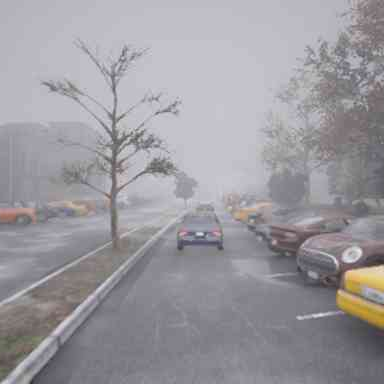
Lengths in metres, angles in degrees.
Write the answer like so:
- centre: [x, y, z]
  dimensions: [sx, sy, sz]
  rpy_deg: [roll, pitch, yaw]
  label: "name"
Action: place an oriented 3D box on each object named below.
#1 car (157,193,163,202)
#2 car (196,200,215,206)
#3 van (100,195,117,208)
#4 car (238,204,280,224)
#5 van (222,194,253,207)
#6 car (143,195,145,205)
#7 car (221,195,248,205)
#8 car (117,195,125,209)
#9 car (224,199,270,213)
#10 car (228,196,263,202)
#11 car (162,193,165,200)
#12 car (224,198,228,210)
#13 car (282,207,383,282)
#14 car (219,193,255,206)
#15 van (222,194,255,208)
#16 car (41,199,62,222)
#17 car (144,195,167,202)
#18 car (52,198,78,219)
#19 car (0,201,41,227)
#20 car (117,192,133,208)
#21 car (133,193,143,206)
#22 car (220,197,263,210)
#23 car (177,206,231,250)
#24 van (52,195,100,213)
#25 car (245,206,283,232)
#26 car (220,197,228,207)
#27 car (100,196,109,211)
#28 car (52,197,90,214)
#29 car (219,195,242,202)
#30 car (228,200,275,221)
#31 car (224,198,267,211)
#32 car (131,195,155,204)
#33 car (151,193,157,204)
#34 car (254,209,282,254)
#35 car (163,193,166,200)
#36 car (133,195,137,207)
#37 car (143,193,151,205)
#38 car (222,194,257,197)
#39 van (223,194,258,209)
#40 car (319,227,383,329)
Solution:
- centre: [-9.552, 1.591, 73.107]
  dimensions: [5.008, 1.535, 2.097]
  rpy_deg: [-1, 0, -16]
  label: "car"
- centre: [1.462, 1.578, 36.124]
  dimensions: [1.812, 1.442, 4.674]
  rpy_deg: [0, 0, 4]
  label: "car"
- centre: [-11.682, 1.314, 40.142]
  dimensions: [4.442, 1.987, 1.878]
  rpy_deg: [-1, 0, -16]
  label: "van"
- centre: [5.217, 1.538, 17.392]
  dimensions: [4.792, 1.488, 2.163]
  rpy_deg: [1, 0, -18]
  label: "car"
- centre: [7.189, 1.326, 52.938]
  dimensions: [4.442, 1.987, 1.878]
  rpy_deg: [1, 0, -16]
  label: "van"
- centre: [-10.757, 1.593, 55.110]
  dimensions: [4.792, 1.488, 2.163]
  rpy_deg: [-1, 0, -16]
  label: "car"
- centre: [7.863, 1.439, 61.878]
  dimensions: [4.553, 1.767, 2.185]
  rpy_deg: [1, 0, -16]
  label: "car"
- centre: [-11.592, 1.546, 43.106]
  dimensions: [5.008, 1.535, 2.097]
  rpy_deg: [-1, 0, -16]
  label: "car"
- centre: [6.292, 1.563, 38.111]
  dimensions: [4.792, 1.488, 2.163]
  rpy_deg: [1, 0, -16]
  label: "car"
- centre: [5.569, 1.393, 26.253]
  dimensions: [4.553, 1.767, 2.185]
  rpy_deg: [1, 0, -17]
  label: "car"
- centre: [-9.334, 1.632, 76.125]
  dimensions: [4.674, 1.452, 2.002]
  rpy_deg: [-1, 0, -16]
  label: "car"
- centre: [5.757, 1.523, 29.224]
  dimensions: [4.892, 1.521, 2.231]
  rpy_deg: [1, 0, -17]
  label: "car"
- centre: [4.961, 1.372, 8.502]
  dimensions: [4.553, 1.767, 2.185]
  rpy_deg: [1, 0, -19]
  label: "car"
- centre: [7.526, 1.307, 55.953]
  dimensions: [5.566, 2.045, 2.435]
  rpy_deg: [1, 0, -16]
  label: "car"
- centre: [6.995, 1.322, 49.967]
  dimensions: [4.442, 1.987, 1.878]
  rpy_deg: [1, 0, -16]
  label: "van"
- centre: [-12.701, 1.518, 25.062]
  dimensions: [4.892, 1.521, 2.231]
  rpy_deg: [-1, 0, -17]
  label: "car"
- centre: [-9.084, 1.578, 82.097]
  dimensions: [5.366, 1.575, 1.946]
  rpy_deg: [-1, 0, -16]
  label: "car"
- centre: [-12.557, 1.522, 28.078]
  dimensions: [5.008, 1.535, 2.097]
  rpy_deg: [-1, 0, -17]
  label: "car"
- centre: [-12.842, 1.385, 22.046]
  dimensions: [4.553, 1.767, 2.185]
  rpy_deg: [-1, 0, -18]
  label: "car"
- centre: [-11.416, 1.300, 46.093]
  dimensions: [5.566, 2.045, 2.435]
  rpy_deg: [-1, 0, -16]
  label: "car"
- centre: [-11.015, 1.308, 52.088]
  dimensions: [5.566, 2.045, 2.435]
  rpy_deg: [-1, 0, -16]
  label: "car"
- centre: [6.532, 1.536, 44.008]
  dimensions: [5.366, 1.575, 1.946]
  rpy_deg: [1, 0, -16]
  label: "car"
- centre: [0.371, 1.569, 14.505]
  dimensions: [2.033, 1.411, 5.357]
  rpy_deg: [0, 0, 2]
  label: "car"
- centre: [-12.073, 1.305, 34.130]
  dimensions: [4.442, 1.987, 1.878]
  rpy_deg: [-1, 0, -16]
  label: "van"
- centre: [5.054, 1.533, 14.402]
  dimensions: [4.792, 1.488, 2.163]
  rpy_deg: [1, 0, -18]
  label: "car"
- centre: [5.763, 1.521, 32.131]
  dimensions: [5.366, 1.575, 1.946]
  rpy_deg: [1, 0, -16]
  label: "car"
- centre: [-12.015, 1.567, 37.088]
  dimensions: [4.792, 1.488, 2.163]
  rpy_deg: [-1, 0, -16]
  label: "car"
- centre: [-12.545, 1.527, 31.026]
  dimensions: [5.366, 1.575, 1.946]
  rpy_deg: [-1, 0, -17]
  label: "car"
- centre: [9.014, 1.587, 78.392]
  dimensions: [4.892, 1.521, 2.231]
  rpy_deg: [1, 0, -16]
  label: "car"
- centre: [5.436, 1.515, 23.299]
  dimensions: [5.008, 1.535, 2.097]
  rpy_deg: [1, 0, -17]
  label: "car"
- centre: [6.541, 1.568, 41.104]
  dimensions: [4.792, 1.488, 2.163]
  rpy_deg: [1, 0, -16]
  label: "car"
- centre: [-9.941, 1.456, 67.101]
  dimensions: [4.553, 1.767, 2.185]
  rpy_deg: [-1, 0, -16]
  label: "car"
- centre: [-10.157, 1.326, 64.113]
  dimensions: [5.566, 2.045, 2.435]
  rpy_deg: [-1, 0, -16]
  label: "car"
- centre: [4.990, 1.500, 11.457]
  dimensions: [5.008, 1.535, 2.097]
  rpy_deg: [1, 0, -18]
  label: "car"
- centre: [-9.148, 1.337, 79.120]
  dimensions: [5.566, 2.045, 2.435]
  rpy_deg: [-1, 0, -16]
  label: "car"
- centre: [-11.190, 1.555, 49.103]
  dimensions: [5.008, 1.535, 2.097]
  rpy_deg: [-1, 0, -16]
  label: "car"
- centre: [-10.562, 1.317, 58.112]
  dimensions: [5.566, 2.045, 2.435]
  rpy_deg: [-1, 0, -16]
  label: "car"
- centre: [6.154, 1.279, 35.165]
  dimensions: [5.566, 2.045, 2.435]
  rpy_deg: [1, 0, -16]
  label: "car"
- centre: [6.799, 1.318, 46.995]
  dimensions: [4.442, 1.987, 1.878]
  rpy_deg: [1, 0, -16]
  label: "van"
- centre: [5.053, 1.493, 5.598]
  dimensions: [5.366, 1.575, 1.946]
  rpy_deg: [1, 0, -19]
  label: "car"
